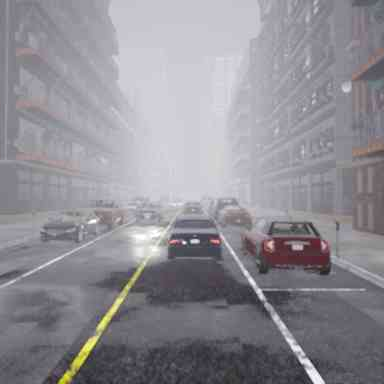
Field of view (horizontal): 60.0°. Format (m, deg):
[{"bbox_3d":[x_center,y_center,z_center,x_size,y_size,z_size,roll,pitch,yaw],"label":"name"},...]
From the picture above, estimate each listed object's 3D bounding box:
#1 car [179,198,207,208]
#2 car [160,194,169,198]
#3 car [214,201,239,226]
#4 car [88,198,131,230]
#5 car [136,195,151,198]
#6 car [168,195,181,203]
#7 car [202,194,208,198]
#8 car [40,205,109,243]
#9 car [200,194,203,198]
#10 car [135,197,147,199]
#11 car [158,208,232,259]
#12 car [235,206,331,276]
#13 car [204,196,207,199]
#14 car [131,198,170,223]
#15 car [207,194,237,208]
[{"bbox_3d":[0.092,1.536,30.470,2.033,1.411,5.357,0,0,0],"label":"car"},{"bbox_3d":[-5.685,1.280,71.335,2.192,1.841,5.009,1,0,0],"label":"car"},{"bbox_3d":[2.700,1.538,21.526,1.887,1.381,4.507,1,0,0],"label":"car"},{"bbox_3d":[-5.676,1.308,21.471,2.192,1.841,5.009,1,0,0],"label":"car"},{"bbox_3d":[-5.679,1.300,38.092,2.192,1.841,5.009,1,0,0],"label":"car"},{"bbox_3d":[-3.021,1.475,67.310,2.128,1.511,4.902,0,0,0],"label":"car"},{"bbox_3d":[2.990,1.433,52.717,1.801,1.575,5.366,0,0,0],"label":"car"},{"bbox_3d":[-5.680,1.546,15.930,2.008,1.369,4.403,1,0,0],"label":"car"},{"bbox_3d":[2.696,1.284,65.849,2.192,1.841,5.009,1,0,0],"label":"car"},{"bbox_3d":[-5.682,1.513,32.382,1.752,1.417,4.829,1,0,0],"label":"car"},{"bbox_3d":[0.092,1.545,12.606,2.033,1.411,5.357,0,0,0],"label":"car"},{"bbox_3d":[2.704,1.438,10.444,1.967,1.590,4.097,1,0,0],"label":"car"},{"bbox_3d":[2.697,1.536,38.146,2.008,1.369,4.403,1,0,0],"label":"car"},{"bbox_3d":[-3.104,1.483,25.602,2.128,1.511,4.902,0,0,0],"label":"car"},{"bbox_3d":[2.703,1.306,27.065,2.192,1.841,5.009,1,0,0],"label":"car"}]
